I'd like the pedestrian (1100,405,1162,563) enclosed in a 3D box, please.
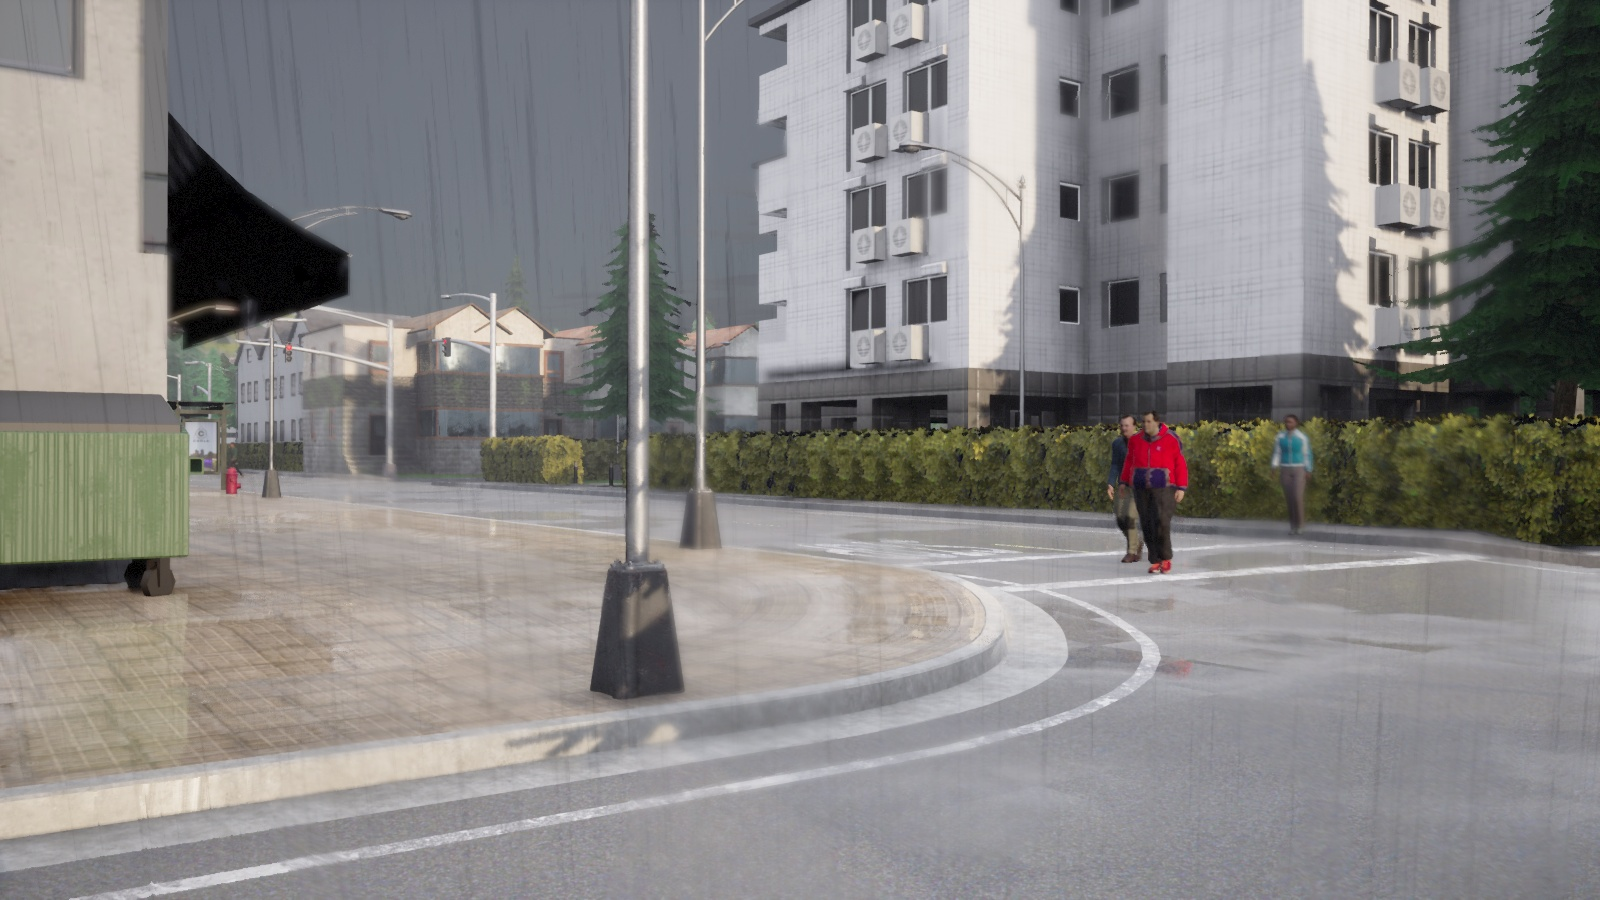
[{"bbox_3d":[3.952,0.394,14.987,0.726,1.842,0.402,0,0,-45],"label":"pedestrian"}]

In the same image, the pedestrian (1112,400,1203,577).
[{"bbox_3d":[3.870,0.400,13.585,0.634,1.844,0.899,0,0,40],"label":"pedestrian"}]

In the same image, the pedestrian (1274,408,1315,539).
[{"bbox_3d":[7.440,0.343,18.883,0.396,1.930,0.692,0,0,37],"label":"pedestrian"}]

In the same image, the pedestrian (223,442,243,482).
[{"bbox_3d":[-27.664,0.574,61.299,0.423,1.949,0.788,0,0,39],"label":"pedestrian"}]
